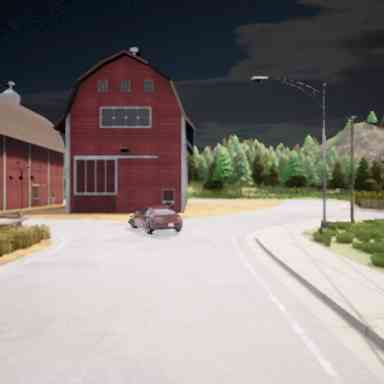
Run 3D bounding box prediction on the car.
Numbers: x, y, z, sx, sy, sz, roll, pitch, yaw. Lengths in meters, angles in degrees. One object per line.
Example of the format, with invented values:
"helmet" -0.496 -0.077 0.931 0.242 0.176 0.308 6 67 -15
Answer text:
"car" -2.099 1.499 18.938 1.812 1.442 4.674 0 0 -27
